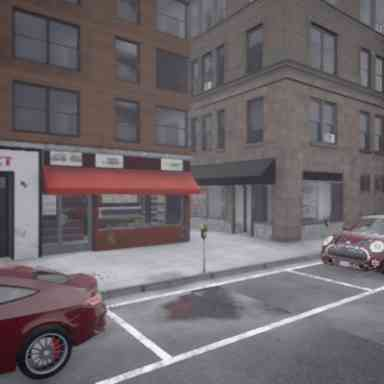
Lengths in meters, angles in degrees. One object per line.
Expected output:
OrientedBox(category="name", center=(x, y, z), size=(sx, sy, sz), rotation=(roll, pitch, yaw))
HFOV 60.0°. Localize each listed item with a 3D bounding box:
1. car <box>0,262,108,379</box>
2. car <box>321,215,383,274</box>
OrientedBox(category="car", center=(-3.136, 1.581, 3.953), size=(4.206, 1.307, 1.802), rotation=(0, 0, -35))
OrientedBox(category="car", center=(5.855, 1.463, 10.357), size=(4.097, 1.590, 1.967), rotation=(0, 0, -35))
